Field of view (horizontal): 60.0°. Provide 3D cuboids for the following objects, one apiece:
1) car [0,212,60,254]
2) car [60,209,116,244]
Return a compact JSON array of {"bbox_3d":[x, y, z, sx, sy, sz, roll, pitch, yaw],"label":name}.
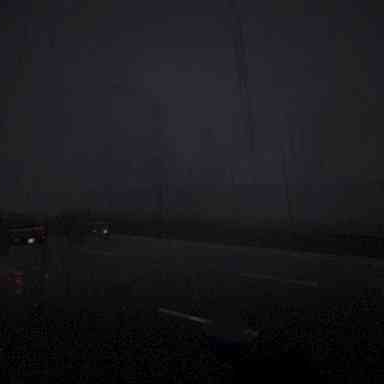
[{"bbox_3d":[-7.990,1.627,13.861,4.902,1.511,2.128,-1,0,36],"label":"car"},{"bbox_3d":[-5.961,1.627,16.712,4.902,1.511,2.128,-1,0,36],"label":"car"}]
